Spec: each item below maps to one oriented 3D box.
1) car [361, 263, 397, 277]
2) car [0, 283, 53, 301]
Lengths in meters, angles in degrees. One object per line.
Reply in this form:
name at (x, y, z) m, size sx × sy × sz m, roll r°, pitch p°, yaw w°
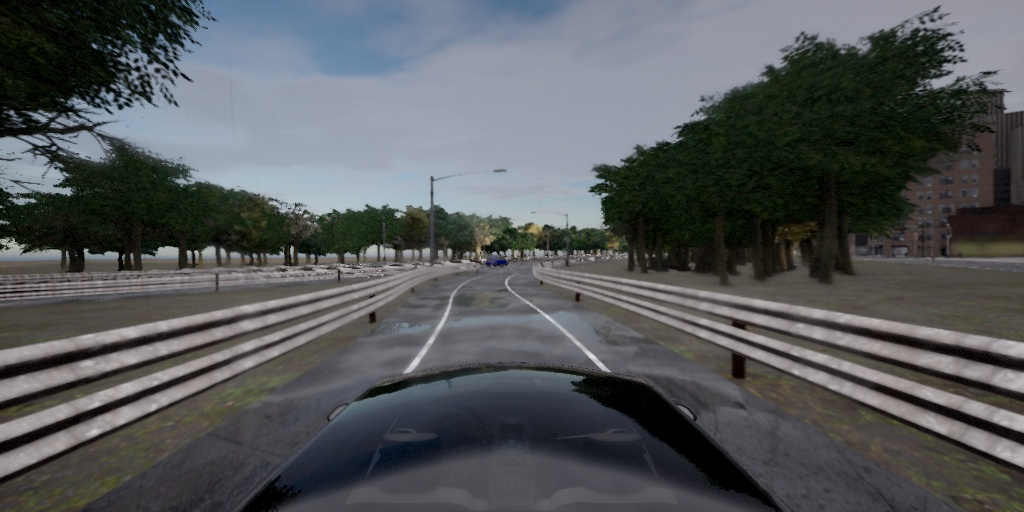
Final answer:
car at (-17.573, 1.720, 47.618) m, size 2.097 × 1.767 × 4.553 m, roll 0°, pitch 1°, yaw 34°
car at (-33.946, 2.367, 23.586) m, size 1.895 × 1.301 × 4.718 m, roll 0°, pitch 1°, yaw 34°
